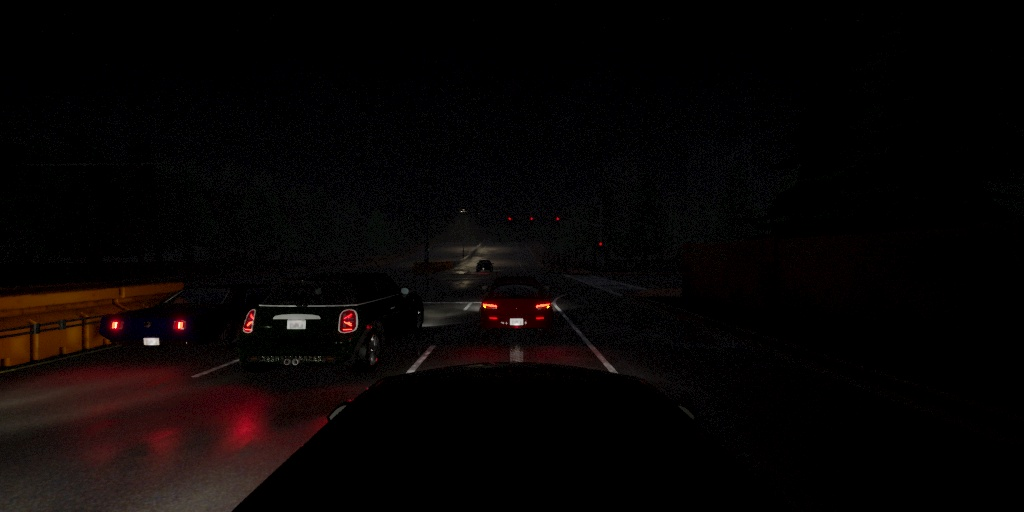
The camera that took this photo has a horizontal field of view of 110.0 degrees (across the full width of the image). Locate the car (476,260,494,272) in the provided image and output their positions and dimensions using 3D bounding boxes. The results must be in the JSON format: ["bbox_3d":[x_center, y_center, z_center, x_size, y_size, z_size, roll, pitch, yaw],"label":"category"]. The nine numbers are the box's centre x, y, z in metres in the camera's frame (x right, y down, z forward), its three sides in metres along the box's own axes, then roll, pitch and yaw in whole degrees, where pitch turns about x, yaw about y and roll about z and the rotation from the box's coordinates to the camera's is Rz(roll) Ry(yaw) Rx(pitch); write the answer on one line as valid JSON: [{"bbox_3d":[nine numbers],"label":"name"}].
[{"bbox_3d":[-3.397,1.255,45.104,1.837,1.490,4.892,0,0,0],"label":"car"}]

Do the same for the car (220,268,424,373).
[{"bbox_3d":[-3.398,1.102,7.775,2.097,1.767,4.553,0,0,0],"label":"car"}]

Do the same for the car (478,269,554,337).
[{"bbox_3d":[0.100,1.276,10.164,1.812,1.442,4.674,0,0,0],"label":"car"}]

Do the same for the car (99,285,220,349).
[{"bbox_3d":[-6.900,1.351,9.090,1.895,1.301,4.718,0,0,0],"label":"car"}]
